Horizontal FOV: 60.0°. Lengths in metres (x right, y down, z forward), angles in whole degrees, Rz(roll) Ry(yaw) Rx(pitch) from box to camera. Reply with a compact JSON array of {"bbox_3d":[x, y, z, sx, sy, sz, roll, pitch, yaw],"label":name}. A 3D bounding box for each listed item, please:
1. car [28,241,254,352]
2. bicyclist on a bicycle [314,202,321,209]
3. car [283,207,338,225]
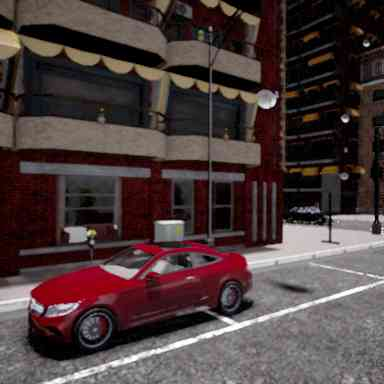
[{"bbox_3d":[-0.681,1.609,6.136,4.206,1.307,1.802,1,0,-35],"label":"car"},{"bbox_3d":[14.426,2.012,38.292,1.656,1.620,0.582,0,-1,-36],"label":"bicyclist on a bicycle"},{"bbox_3d":[10.251,2.046,29.185,2.128,1.511,4.902,1,-1,-36],"label":"car"}]
